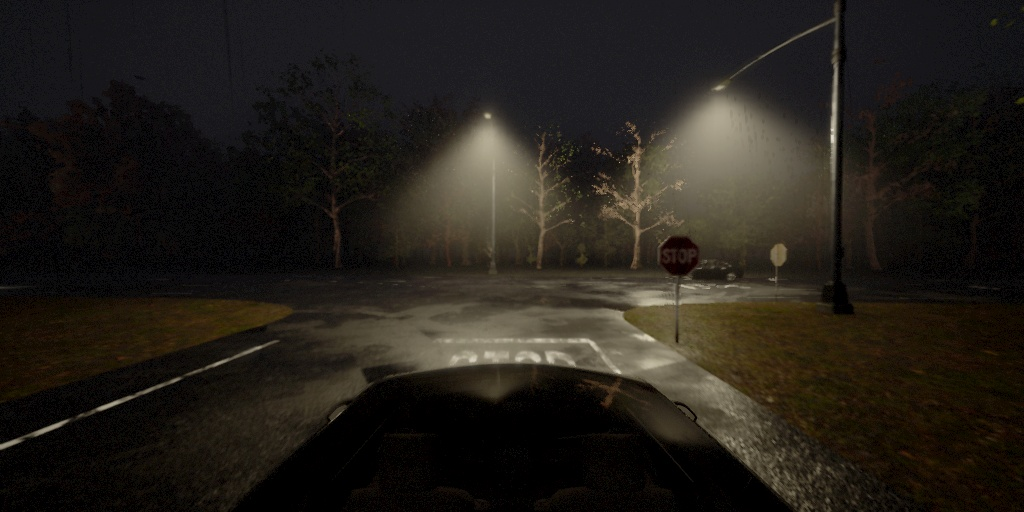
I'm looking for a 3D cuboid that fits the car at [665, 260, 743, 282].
[{"bbox_3d":[13.150,1.047,24.674,4.892,1.490,1.837,-1,1,0],"label":"car"}]
